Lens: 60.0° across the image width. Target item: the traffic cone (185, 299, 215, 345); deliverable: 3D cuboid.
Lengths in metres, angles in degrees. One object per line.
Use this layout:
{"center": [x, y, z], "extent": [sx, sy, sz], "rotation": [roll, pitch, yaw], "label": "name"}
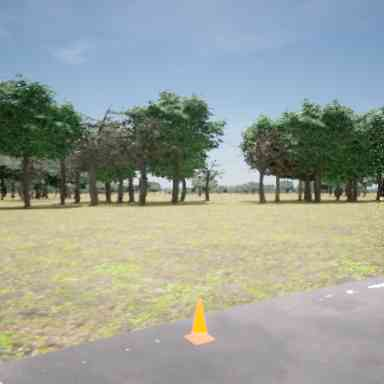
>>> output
{"center": [0.119, 1.913, 5.015], "extent": [0.340, 0.580, 0.340], "rotation": [0, 1, -32], "label": "traffic cone"}
